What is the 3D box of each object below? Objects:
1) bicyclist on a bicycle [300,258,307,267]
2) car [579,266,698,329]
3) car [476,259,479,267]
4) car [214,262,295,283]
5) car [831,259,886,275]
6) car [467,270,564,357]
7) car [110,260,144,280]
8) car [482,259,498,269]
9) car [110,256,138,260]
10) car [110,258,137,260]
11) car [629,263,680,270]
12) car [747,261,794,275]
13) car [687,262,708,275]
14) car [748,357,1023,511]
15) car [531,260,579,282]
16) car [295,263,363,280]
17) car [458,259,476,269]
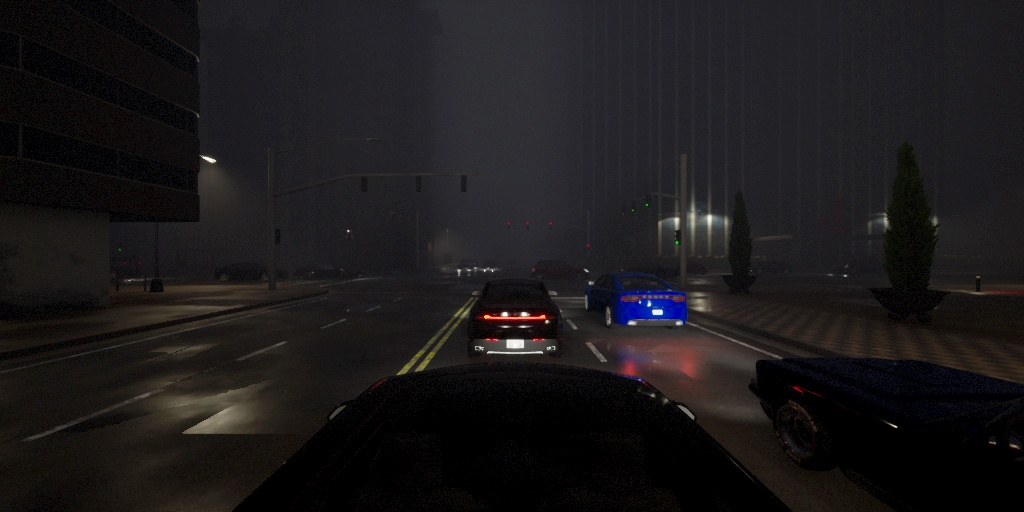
[{"bbox_3d":[-26.419,1.051,45.426,0.582,1.620,1.656,0,0,-1],"label":"bicyclist on a bicycle"},{"bbox_3d":[3.575,1.228,11.237,1.882,1.535,5.008,0,0,0],"label":"car"},{"bbox_3d":[-7.060,1.255,64.541,1.837,1.490,4.892,0,0,0],"label":"car"},{"bbox_3d":[-19.884,1.228,27.507,5.008,1.535,1.882,0,0,0],"label":"car"},{"bbox_3d":[37.392,1.102,38.774,4.553,1.767,2.097,0,0,0],"label":"car"},{"bbox_3d":[0.062,1.255,8.549,1.837,1.490,4.892,0,0,0],"label":"car"},{"bbox_3d":[-34.510,1.314,30.879,4.181,1.385,1.994,0,0,0],"label":"car"},{"bbox_3d":[-3.589,1.314,57.154,1.994,1.385,4.181,0,0,0],"label":"car"},{"bbox_3d":[-42.679,0.971,37.953,5.566,2.045,2.150,0,0,1],"label":"car"},{"bbox_3d":[-39.823,1.228,34.505,5.008,1.535,1.882,0,0,-1],"label":"car"},{"bbox_3d":[11.856,1.297,31.327,5.357,1.411,2.033,0,0,-1],"label":"car"},{"bbox_3d":[27.559,1.255,38.686,4.892,1.490,1.837,0,0,-1],"label":"car"},{"bbox_3d":[18.707,1.314,38.597,4.181,1.385,1.994,0,0,-1],"label":"car"},{"bbox_3d":[3.601,1.351,1.892,1.895,1.301,4.718,0,0,0],"label":"car"},{"bbox_3d":[3.678,1.102,27.745,4.553,1.767,2.097,0,0,-1],"label":"car"},{"bbox_3d":[-15.925,1.297,31.146,5.357,1.411,2.033,0,0,-3],"label":"car"},{"bbox_3d":[-7.089,1.276,55.284,1.812,1.442,4.674,0,0,0],"label":"car"}]
